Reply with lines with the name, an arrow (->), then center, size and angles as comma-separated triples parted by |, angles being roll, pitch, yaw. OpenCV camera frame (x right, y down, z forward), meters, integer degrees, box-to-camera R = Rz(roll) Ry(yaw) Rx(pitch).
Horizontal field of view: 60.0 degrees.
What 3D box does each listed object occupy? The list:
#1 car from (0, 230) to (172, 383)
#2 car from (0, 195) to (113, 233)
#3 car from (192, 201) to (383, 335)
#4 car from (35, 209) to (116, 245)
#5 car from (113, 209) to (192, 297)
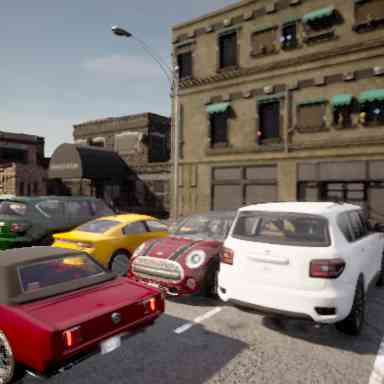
car -> -2.796, 1.571, 5.360 | 4.718, 1.301, 1.895 | 0, 0, 35
car -> -4.082, 1.169, 11.893 | 2.435, 2.045, 5.566 | 0, 0, 35
car -> 2.658, 1.219, 7.092 | 2.435, 2.045, 5.566 | 0, 0, 35
car -> -1.755, 1.438, 10.194 | 2.097, 1.535, 5.008 | 0, 0, 35
car -> 0.512, 1.329, 8.624 | 2.185, 1.767, 4.553 | 0, 0, 35
